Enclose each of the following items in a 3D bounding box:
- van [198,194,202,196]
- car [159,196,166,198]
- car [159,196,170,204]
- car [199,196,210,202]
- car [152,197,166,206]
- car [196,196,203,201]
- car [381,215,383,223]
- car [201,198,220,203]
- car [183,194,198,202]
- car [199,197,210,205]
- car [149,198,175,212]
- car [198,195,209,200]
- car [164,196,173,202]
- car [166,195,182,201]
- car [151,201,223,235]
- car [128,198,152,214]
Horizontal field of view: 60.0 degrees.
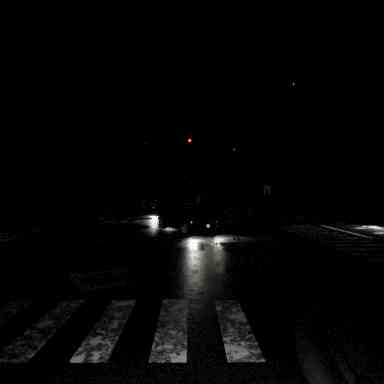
[{"bbox_3d":[2.370,1.424,58.238,1.690,1.788,3.998,0,0,0],"label":"van"},{"bbox_3d":[-5.662,1.653,52.738,1.802,1.307,4.206,0,0,0],"label":"car"},{"bbox_3d":[-5.640,1.552,69.271,1.967,1.590,4.097,0,0,0],"label":"car"},{"bbox_3d":[2.355,1.641,47.217,1.802,1.307,4.206,0,0,0],"label":"car"},{"bbox_3d":[-5.655,1.634,58.249,2.008,1.369,4.403,0,0,0],"label":"car"},{"bbox_3d":[2.003,1.698,90.163,1.812,1.442,4.674,0,0,0],"label":"car"},{"bbox_3d":[14.185,1.511,20.715,4.181,1.385,1.994,0,0,0],"label":"car"},{"bbox_3d":[2.340,1.606,36.194,1.947,1.339,4.313,0,0,0],"label":"car"},{"bbox_3d":[-0.259,1.661,63.761,1.994,1.385,4.181,0,0,0],"label":"car"},{"bbox_3d":[2.377,1.647,63.749,2.008,1.369,4.403,0,0,0],"label":"car"},{"bbox_3d":[-3.148,1.640,35.892,1.895,1.301,4.718,0,0,0],"label":"car"},{"bbox_3d":[2.362,1.637,52.728,1.947,1.339,4.313,0,0,0],"label":"car"},{"bbox_3d":[-5.625,1.694,80.292,2.008,1.369,4.403,0,0,0],"label":"car"},{"bbox_3d":[-3.114,1.636,53.128,1.994,1.385,4.181,0,0,0],"label":"car"},{"bbox_3d":[-0.387,1.517,19.168,1.837,1.490,4.892,-1,0,-30],"label":"car"},{"bbox_3d":[-5.685,1.480,36.206,1.967,1.590,4.097,0,0,0],"label":"car"}]
